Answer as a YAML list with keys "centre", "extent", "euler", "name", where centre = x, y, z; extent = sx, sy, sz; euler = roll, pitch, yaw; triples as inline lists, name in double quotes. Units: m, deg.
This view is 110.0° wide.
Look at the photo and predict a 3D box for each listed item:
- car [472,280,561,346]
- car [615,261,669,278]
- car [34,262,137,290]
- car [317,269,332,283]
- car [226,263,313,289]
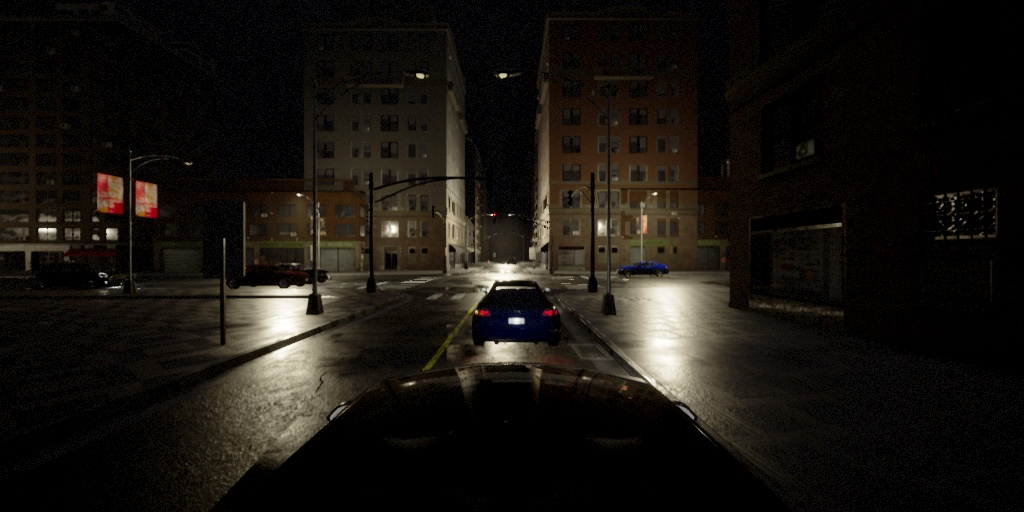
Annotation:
- centre: [0.096, 1.308, 9.387]
  extent: [1.994, 1.385, 4.181]
  euler: [0, 0, 0]
  name: "car"
- centre: [11.856, 1.196, 32.753]
  extent: [4.674, 1.442, 1.812]
  euler: [0, 0, 0]
  name: "car"
- centre: [-26.780, 1.184, 22.614]
  extent: [4.553, 1.767, 2.097]
  euler: [0, 0, 0]
  name: "car"
- centre: [-15.670, 1.278, 25.924]
  extent: [4.902, 1.511, 2.128]
  euler: [0, 0, 0]
  name: "car"
- centre: [-15.490, 1.266, 22.667]
  extent: [5.008, 1.535, 1.882]
  euler: [0, 0, 0]
  name: "car"
